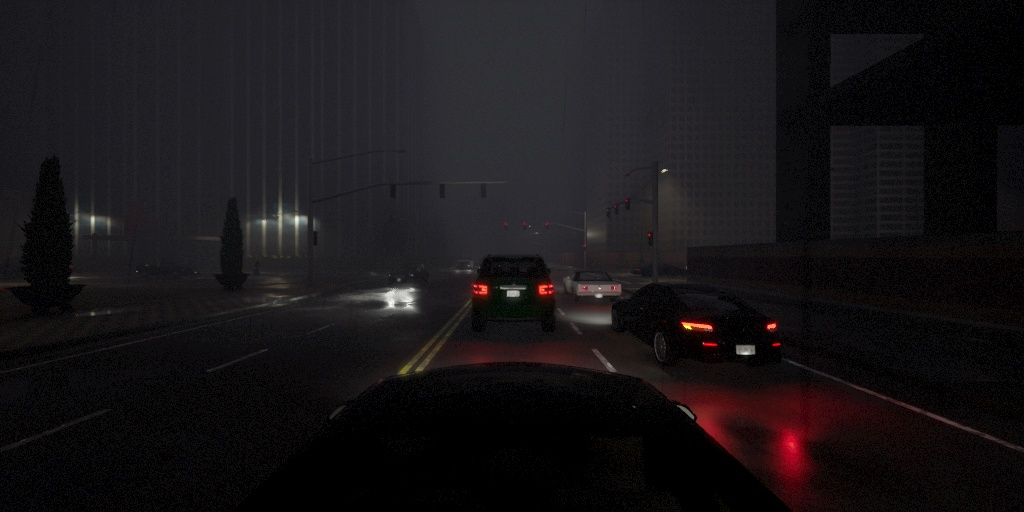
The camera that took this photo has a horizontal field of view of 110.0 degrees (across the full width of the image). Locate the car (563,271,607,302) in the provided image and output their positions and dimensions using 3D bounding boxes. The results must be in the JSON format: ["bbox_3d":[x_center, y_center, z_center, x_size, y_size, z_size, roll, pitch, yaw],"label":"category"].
[{"bbox_3d":[3.594,1.351,16.975,1.895,1.301,4.718,0,0,0],"label":"car"}]

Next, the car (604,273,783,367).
[{"bbox_3d":[3.589,1.276,7.814,1.812,1.442,4.674,0,0,0],"label":"car"}]

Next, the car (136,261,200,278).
[{"bbox_3d":[-31.652,1.241,33.079,4.902,1.511,2.128,0,0,0],"label":"car"}]

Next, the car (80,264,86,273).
[{"bbox_3d":[-50.686,1.276,40.125,4.674,1.442,1.812,0,0,0],"label":"car"}]

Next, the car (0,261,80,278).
[{"bbox_3d":[-43.384,1.314,33.028,4.181,1.385,1.994,0,0,0],"label":"car"}]

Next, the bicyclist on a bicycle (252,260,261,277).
[{"bbox_3d":[-24.643,1.203,34.599,0.582,1.620,1.656,0,0,-13],"label":"bicyclist on a bicycle"}]

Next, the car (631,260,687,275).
[{"bbox_3d":[13.993,1.297,33.417,5.357,1.411,2.033,0,0,-2],"label":"car"}]

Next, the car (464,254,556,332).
[{"bbox_3d":[0.058,0.971,11.057,2.150,2.045,5.566,0,0,1],"label":"car"}]

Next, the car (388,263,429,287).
[{"bbox_3d":[-7.083,1.241,24.943,2.128,1.511,4.902,0,0,0],"label":"car"}]

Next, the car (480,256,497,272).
[{"bbox_3d":[-3.247,0.972,48.339,2.150,2.045,5.566,0,0,-5],"label":"car"}]

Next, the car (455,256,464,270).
[{"bbox_3d":[-7.058,0.970,53.842,2.150,2.045,5.566,0,0,0],"label":"car"}]
